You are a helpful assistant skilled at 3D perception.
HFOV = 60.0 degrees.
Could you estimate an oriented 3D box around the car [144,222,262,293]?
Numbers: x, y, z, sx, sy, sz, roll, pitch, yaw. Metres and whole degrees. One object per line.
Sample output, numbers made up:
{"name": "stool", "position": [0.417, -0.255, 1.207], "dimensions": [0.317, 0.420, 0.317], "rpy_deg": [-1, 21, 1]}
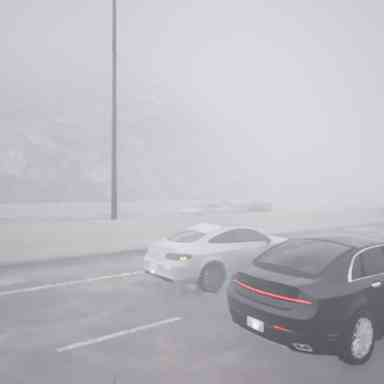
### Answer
{"name": "car", "position": [0.989, 1.531, 8.860], "dimensions": [4.674, 1.442, 1.812], "rpy_deg": [0, 0, -36]}

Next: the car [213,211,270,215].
{"name": "car", "position": [4.114, 1.540, 24.327], "dimensions": [4.674, 1.442, 1.812], "rpy_deg": [0, 0, -36]}

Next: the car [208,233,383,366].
{"name": "car", "position": [2.805, 1.508, 5.852], "dimensions": [4.892, 1.490, 1.837], "rpy_deg": [0, 0, -36]}

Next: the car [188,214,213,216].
{"name": "car", "position": [1.061, 1.543, 26.436], "dimensions": [4.674, 1.442, 1.812], "rpy_deg": [0, 0, -36]}
